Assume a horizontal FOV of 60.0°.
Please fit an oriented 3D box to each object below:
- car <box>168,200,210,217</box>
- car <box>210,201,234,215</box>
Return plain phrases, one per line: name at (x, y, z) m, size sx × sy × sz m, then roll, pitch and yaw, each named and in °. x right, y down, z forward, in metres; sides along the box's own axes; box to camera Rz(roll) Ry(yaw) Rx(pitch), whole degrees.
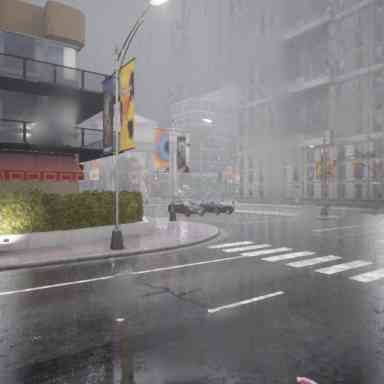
car at (-0.647, 1.526, 32.065) m, size 1.812 × 1.442 × 4.674 m, roll 0°, pitch 0°, yaw -35°
car at (2.204, 1.601, 34.094) m, size 1.895 × 1.301 × 4.718 m, roll 0°, pitch 0°, yaw -35°
